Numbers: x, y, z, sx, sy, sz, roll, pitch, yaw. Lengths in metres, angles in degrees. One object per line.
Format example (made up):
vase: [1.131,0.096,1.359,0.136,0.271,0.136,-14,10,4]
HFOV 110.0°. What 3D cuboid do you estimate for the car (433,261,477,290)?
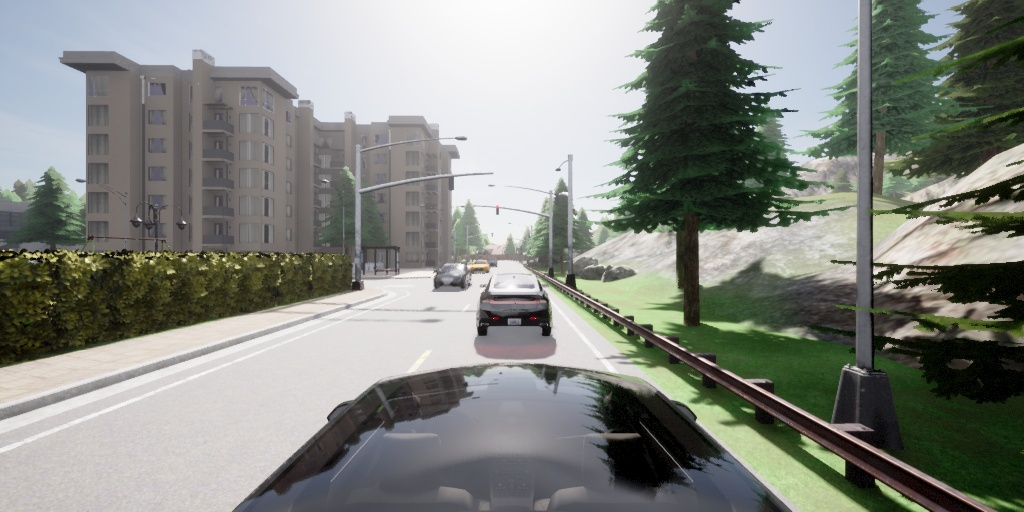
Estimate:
car: [-3.632,1.238,22.464,2.128,1.511,4.902,0,0,0]

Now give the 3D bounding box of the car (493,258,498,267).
car: [-3.649,1.101,63.803,2.097,1.767,4.553,0,0,0]

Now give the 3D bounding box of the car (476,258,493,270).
car: [-3.679,1.228,42.355,1.882,1.535,5.008,0,1,0]

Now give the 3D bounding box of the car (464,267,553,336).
car: [0.062,1.242,10.370,2.128,1.511,4.902,0,0,0]
